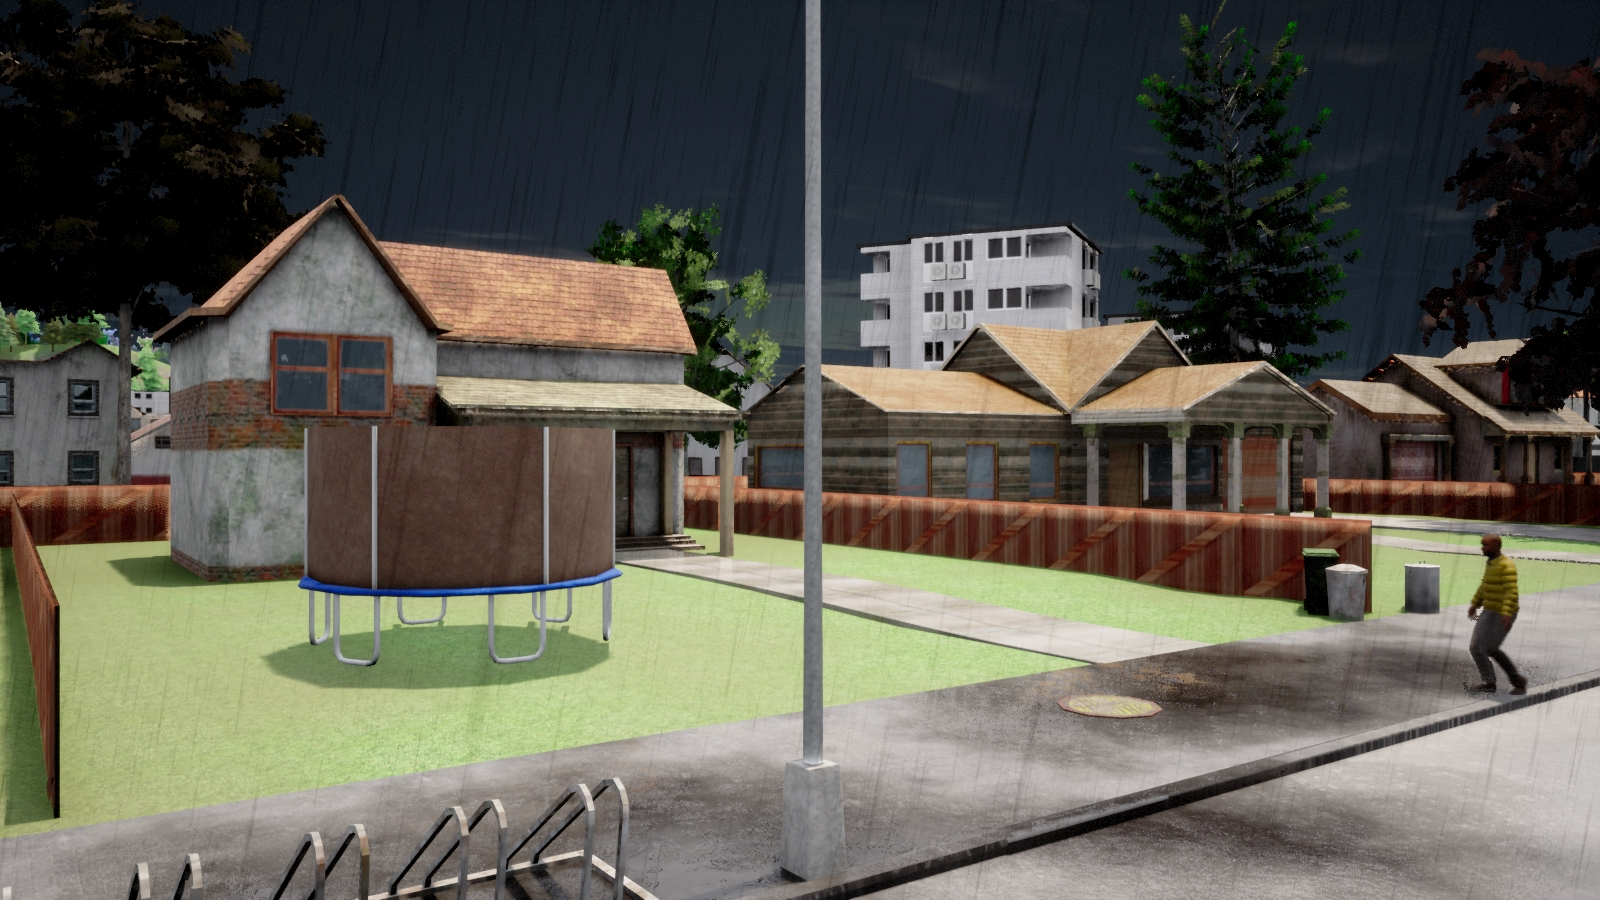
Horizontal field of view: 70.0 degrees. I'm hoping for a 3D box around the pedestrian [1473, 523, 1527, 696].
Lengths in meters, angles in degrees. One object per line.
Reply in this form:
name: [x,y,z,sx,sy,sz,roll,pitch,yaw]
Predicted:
pedestrian: [7.714,1.746,12.597,0.375,1.860,0.375,0,0,1]
